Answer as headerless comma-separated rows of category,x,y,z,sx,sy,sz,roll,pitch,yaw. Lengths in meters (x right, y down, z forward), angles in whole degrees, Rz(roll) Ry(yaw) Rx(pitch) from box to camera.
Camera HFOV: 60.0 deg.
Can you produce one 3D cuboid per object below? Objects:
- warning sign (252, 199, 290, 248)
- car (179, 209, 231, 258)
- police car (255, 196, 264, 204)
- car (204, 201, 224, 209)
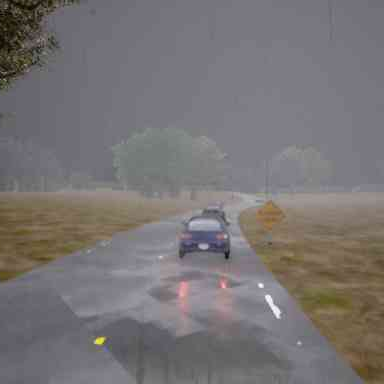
warning sign,3.137,1.232,13.412,1.300,1.860,1.060,1,0,4
car,0.548,1.636,13.214,1.812,1.442,4.674,0,0,4
police car,18.260,2.350,91.046,1.930,1.638,5.238,0,0,16
car,1.826,1.771,27.373,1.837,1.490,4.892,0,0,7
